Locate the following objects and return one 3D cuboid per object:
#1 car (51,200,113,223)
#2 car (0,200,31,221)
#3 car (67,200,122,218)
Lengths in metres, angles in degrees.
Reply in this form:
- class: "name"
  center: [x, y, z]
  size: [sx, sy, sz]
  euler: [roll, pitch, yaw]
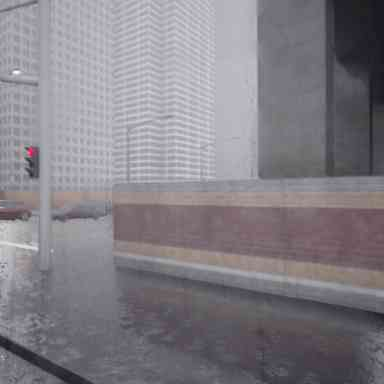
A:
- class: "car"
  center: [-9.429, 1.617, 27.034]
  size: [2.033, 1.411, 5.357]
  euler: [0, 0, 36]
- class: "car"
  center: [-14.894, 1.433, 25.441]
  size: [2.097, 1.767, 4.553]
  euler: [0, 0, 36]
- class: "car"
  center: [-9.526, 1.572, 32.854]
  size: [2.128, 1.511, 4.902]
  euler: [0, 0, 36]
